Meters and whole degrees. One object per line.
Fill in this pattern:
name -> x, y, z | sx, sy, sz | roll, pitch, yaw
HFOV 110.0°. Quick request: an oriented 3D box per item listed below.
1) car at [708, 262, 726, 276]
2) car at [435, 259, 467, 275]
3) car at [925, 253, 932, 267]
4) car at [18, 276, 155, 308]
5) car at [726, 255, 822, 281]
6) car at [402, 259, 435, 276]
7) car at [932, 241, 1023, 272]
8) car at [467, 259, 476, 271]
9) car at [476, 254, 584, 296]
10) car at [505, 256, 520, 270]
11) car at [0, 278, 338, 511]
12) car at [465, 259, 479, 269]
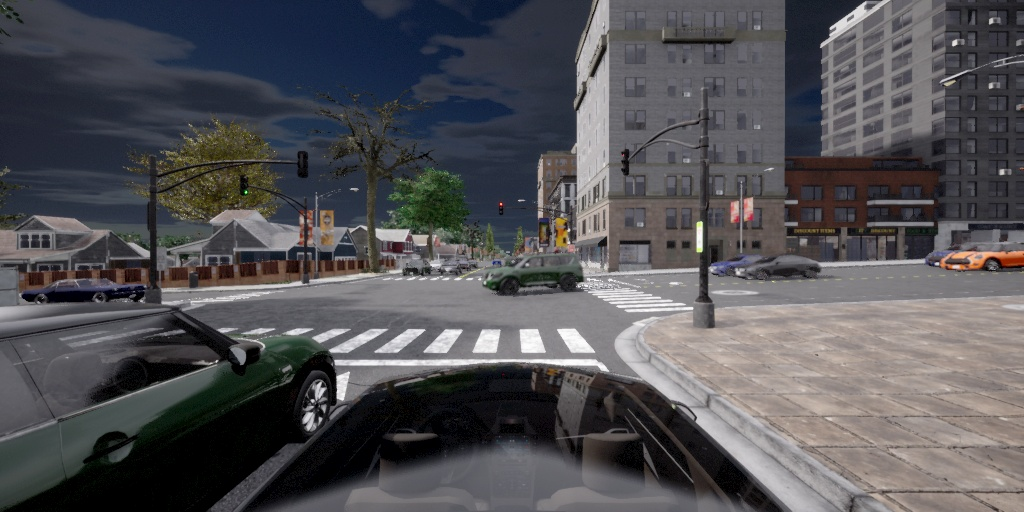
car -> 16.231, 0.656, 24.974 | 4.674, 1.442, 1.812 | -2, 0, 0
car -> -6.618, 1.262, 39.548 | 2.128, 1.511, 4.902 | 0, 0, 0
car -> 31.937, -0.109, 25.022 | 4.553, 1.767, 2.097 | -2, 0, 0
car -> -21.627, 1.806, 18.370 | 4.718, 1.301, 1.895 | -2, 0, 0
car -> 16.030, 0.675, 21.726 | 4.674, 1.442, 1.812 | -3, 0, 0
car -> -9.868, 1.120, 37.471 | 2.097, 1.767, 4.553 | 0, 0, 0
car -> 29.188, 0.003, 21.766 | 4.553, 1.767, 2.097 | -2, 0, 0
car -> -6.629, 1.335, 49.266 | 2.033, 1.411, 5.357 | 0, 0, 0
car -> 1.203, 0.949, 19.489 | 5.566, 2.045, 2.150 | -2, 0, -19
car -> 0.062, 1.026, 56.081 | 2.150, 2.045, 5.566 | 0, 0, 0
car -> -3.151, 1.102, 2.482 | 2.097, 1.767, 4.553 | 0, 0, 0
car -> -6.625, 1.321, 59.612 | 1.837, 1.490, 4.892 | 0, 0, 0
